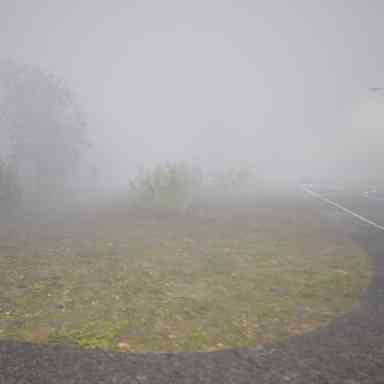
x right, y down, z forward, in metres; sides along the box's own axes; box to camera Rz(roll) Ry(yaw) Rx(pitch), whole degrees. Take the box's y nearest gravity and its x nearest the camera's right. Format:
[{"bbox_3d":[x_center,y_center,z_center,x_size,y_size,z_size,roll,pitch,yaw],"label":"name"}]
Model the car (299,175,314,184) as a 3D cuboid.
[{"bbox_3d":[18.064,-1.959,52.725,1.994,1.385,4.181,-1,3,14],"label":"car"}]
